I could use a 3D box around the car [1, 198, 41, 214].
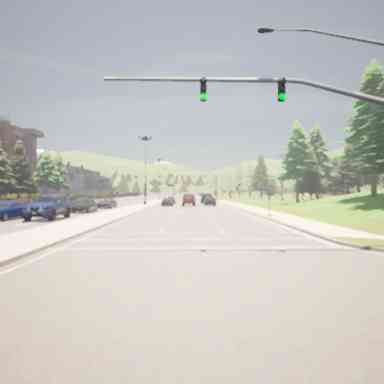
[{"bbox_3d":[-18.852,1.501,36.995,1.882,1.535,5.008,0,0,-1],"label":"car"}]

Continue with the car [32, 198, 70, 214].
[{"bbox_3d":[-15.351,1.514,36.596,2.128,1.511,4.902,0,0,-1],"label":"car"}]

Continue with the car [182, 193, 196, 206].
[{"bbox_3d":[-0.516,1.256,54.653,2.150,2.045,5.566,0,0,-1],"label":"car"}]

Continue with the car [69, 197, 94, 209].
[{"bbox_3d":[-15.430,1.507,46.651,1.882,1.535,5.008,0,0,0],"label":"car"}]

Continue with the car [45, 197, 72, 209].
[{"bbox_3d":[-18.927,1.534,47.428,1.837,1.490,4.892,0,0,-1],"label":"car"}]

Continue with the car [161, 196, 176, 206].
[{"bbox_3d":[-4.015,1.582,54.538,2.033,1.411,5.357,0,0,-1],"label":"car"}]

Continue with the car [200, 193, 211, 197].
[{"bbox_3d":[2.834,1.265,65.296,2.150,2.045,5.566,0,0,-1],"label":"car"}]

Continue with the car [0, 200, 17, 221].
[{"bbox_3d":[-15.232,1.494,27.191,1.882,1.535,5.008,0,0,-1],"label":"car"}]

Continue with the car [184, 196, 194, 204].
[{"bbox_3d":[-0.665,1.544,65.206,1.837,1.490,4.892,0,0,-1],"label":"car"}]

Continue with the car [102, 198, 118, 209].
[{"bbox_3d":[-11.941,1.577,47.344,2.033,1.411,5.357,0,0,0],"label":"car"}]

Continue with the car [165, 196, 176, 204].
[{"bbox_3d":[-4.164,1.566,65.156,1.812,1.442,4.674,0,0,-1],"label":"car"}]

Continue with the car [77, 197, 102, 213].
[{"bbox_3d":[-11.855,1.528,37.049,1.837,1.490,4.892,0,0,-1],"label":"car"}]

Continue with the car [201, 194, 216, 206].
[{"bbox_3d":[2.978,1.540,55.072,1.837,1.490,4.892,0,0,-1],"label":"car"}]

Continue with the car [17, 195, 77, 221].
[{"bbox_3d":[-11.736,1.239,27.369,2.150,2.045,5.566,0,0,-1],"label":"car"}]
